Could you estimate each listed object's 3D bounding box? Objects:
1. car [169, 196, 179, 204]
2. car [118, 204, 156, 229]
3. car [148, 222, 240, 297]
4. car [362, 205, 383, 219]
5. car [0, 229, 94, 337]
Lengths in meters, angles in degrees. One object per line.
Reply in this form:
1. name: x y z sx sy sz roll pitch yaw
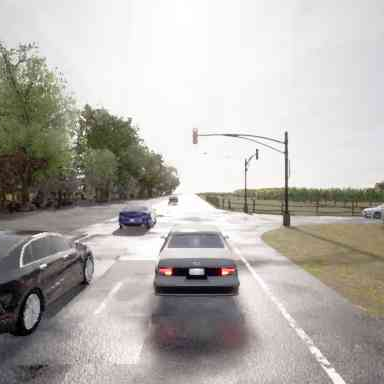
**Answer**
1. car: -3.550 1.511 65.490 1.837 1.490 4.892 0 0 0
2. car: -3.448 1.483 21.681 1.882 1.535 5.008 0 0 0
3. car: 0.082 1.550 8.778 2.033 1.411 5.357 0 0 0
4. car: 18.618 1.787 31.461 4.674 1.442 1.812 1 -1 0
5. car: -3.414 1.505 6.602 1.837 1.490 4.892 0 0 0
